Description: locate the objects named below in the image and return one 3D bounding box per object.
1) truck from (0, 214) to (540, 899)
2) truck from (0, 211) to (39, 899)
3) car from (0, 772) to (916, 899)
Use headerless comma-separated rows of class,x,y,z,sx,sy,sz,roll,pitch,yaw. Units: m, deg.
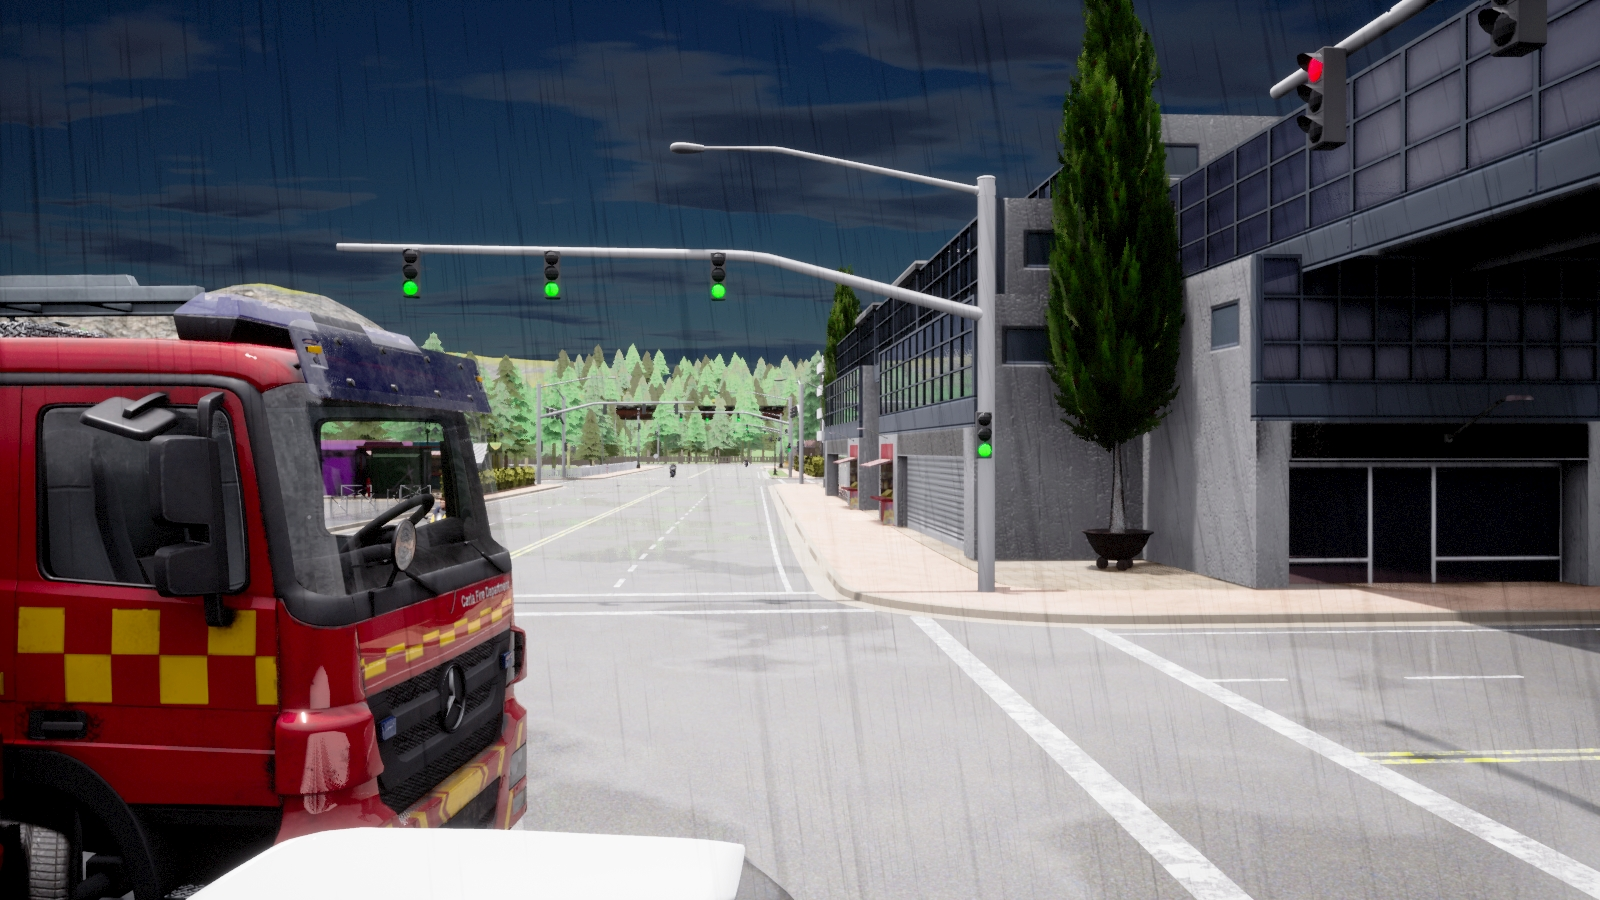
truck,-6.102,0.890,6.659,8.468,3.827,2.891,0,0,4
truck,-7.587,0.890,3.490,8.468,3.827,2.891,0,0,-3
car,-1.549,2.065,3.579,3.806,1.475,1.970,0,0,5
